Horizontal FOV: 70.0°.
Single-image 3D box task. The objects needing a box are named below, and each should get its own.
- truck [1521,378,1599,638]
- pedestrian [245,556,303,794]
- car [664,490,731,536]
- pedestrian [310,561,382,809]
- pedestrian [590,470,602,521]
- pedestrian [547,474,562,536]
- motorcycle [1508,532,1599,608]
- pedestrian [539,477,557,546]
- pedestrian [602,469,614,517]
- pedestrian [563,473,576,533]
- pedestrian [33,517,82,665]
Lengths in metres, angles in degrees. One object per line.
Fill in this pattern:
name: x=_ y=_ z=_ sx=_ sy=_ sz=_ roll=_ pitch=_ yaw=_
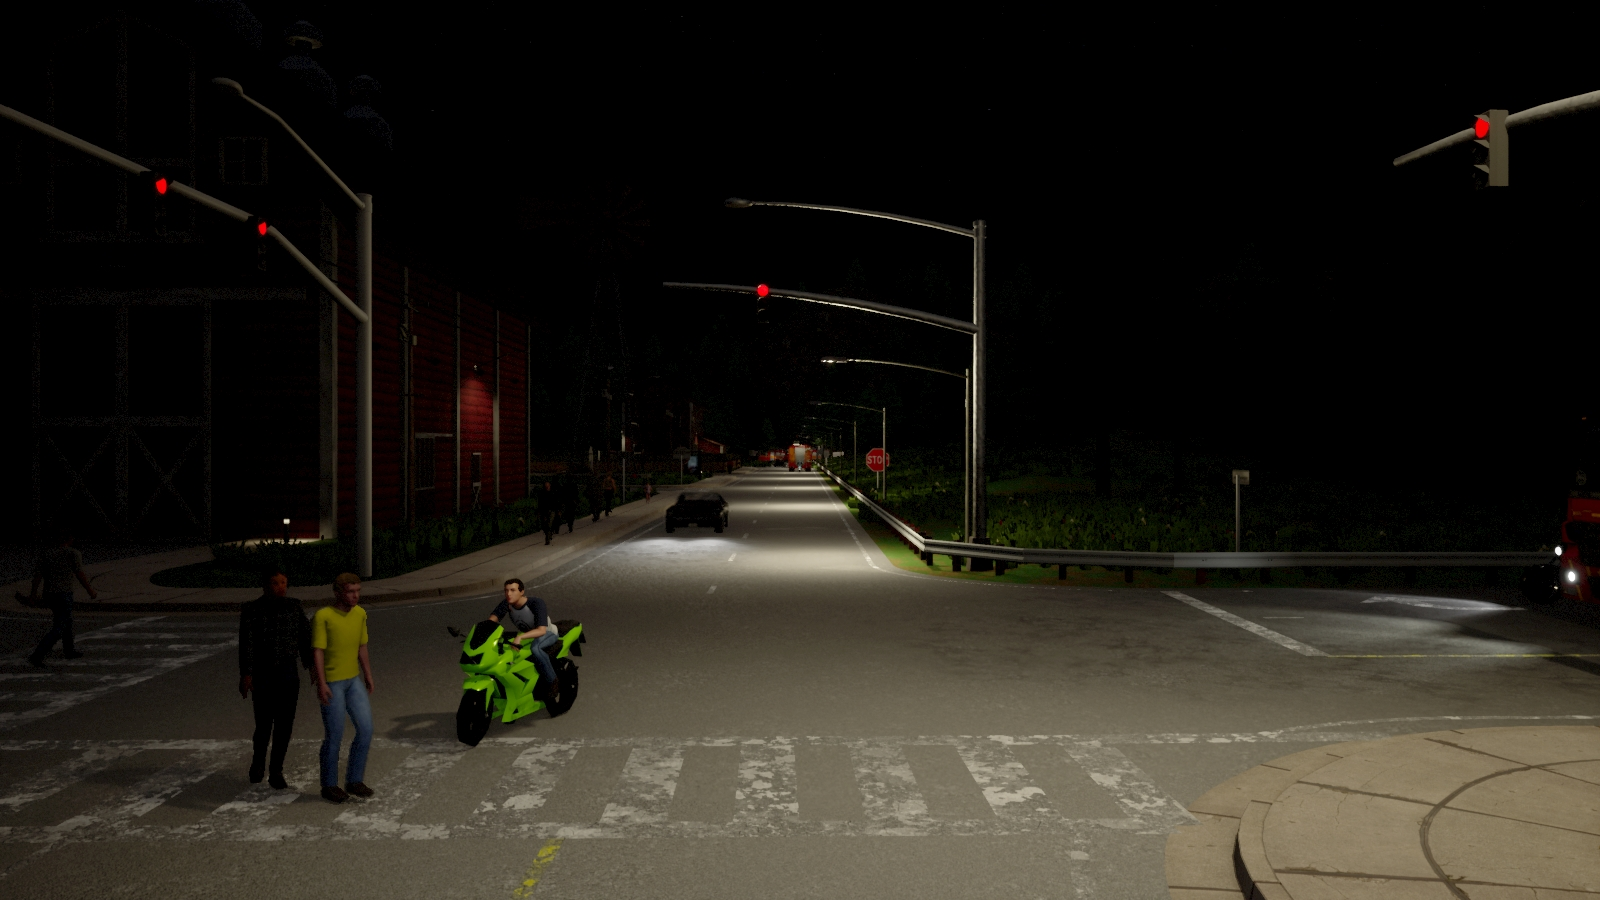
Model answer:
truck: x=15.989 y=0.853 z=17.220 sx=8.468 sy=3.827 sz=2.891 roll=0 pitch=0 yaw=-1
pedestrian: x=-4.341 y=1.829 z=9.431 sx=0.375 sy=1.860 sz=0.375 roll=0 pitch=0 yaw=-35
car: x=-3.475 y=2.132 z=39.492 sx=1.895 sy=1.301 sz=4.718 roll=0 pitch=0 yaw=0
pedestrian: x=-3.591 y=1.833 z=9.050 sx=0.375 sy=1.860 sz=0.375 roll=0 pitch=0 yaw=28
pedestrian: x=-7.546 y=1.671 z=42.187 sx=0.375 sy=1.860 sz=0.375 roll=0 pitch=0 yaw=-1
pedestrian: x=-7.479 y=1.675 z=34.872 sx=0.375 sy=1.860 sz=0.375 roll=0 pitch=0 yaw=0
motorcycle: x=14.113 y=2.131 z=20.458 sx=2.356 sy=1.277 sz=0.764 roll=0 pitch=0 yaw=2
pedestrian: x=-6.880 y=1.677 z=31.204 sx=0.375 sy=1.860 sz=0.375 roll=0 pitch=0 yaw=8
pedestrian: x=-7.493 y=1.667 z=44.679 sx=0.375 sy=1.860 sz=0.375 roll=0 pitch=0 yaw=5
pedestrian: x=-7.272 y=1.672 z=36.086 sx=0.375 sy=1.860 sz=0.375 roll=0 pitch=0 yaw=-8
pedestrian: x=-9.602 y=1.812 z=14.777 sx=0.375 sy=1.860 sz=0.375 roll=0 pitch=0 yaw=7
